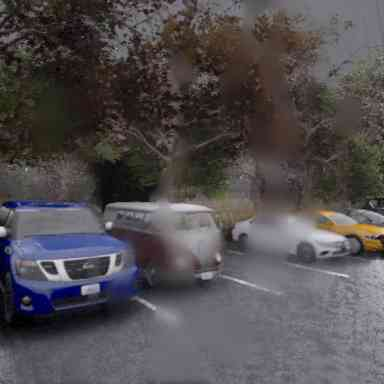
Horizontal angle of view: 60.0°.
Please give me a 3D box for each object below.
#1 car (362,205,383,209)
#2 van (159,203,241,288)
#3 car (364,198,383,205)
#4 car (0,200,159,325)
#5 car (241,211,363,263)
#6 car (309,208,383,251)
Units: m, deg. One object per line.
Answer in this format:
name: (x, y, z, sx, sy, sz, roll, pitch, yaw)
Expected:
car: (8.048, 1.593, 15.818, 2.231, 1.521, 4.892, 0, 0, -36)
van: (-0.946, 1.291, 9.246, 1.878, 1.987, 4.442, 0, 0, -36)
car: (12.603, 1.376, 19.027, 2.435, 2.045, 5.566, 0, 0, -36)
car: (-3.264, 1.247, 7.700, 2.435, 2.045, 5.566, 0, 0, -36)
car: (3.517, 1.596, 12.578, 2.002, 1.452, 4.674, 0, 0, -36)
car: (5.782, 1.574, 14.199, 2.097, 1.535, 5.008, 0, 0, -36)
